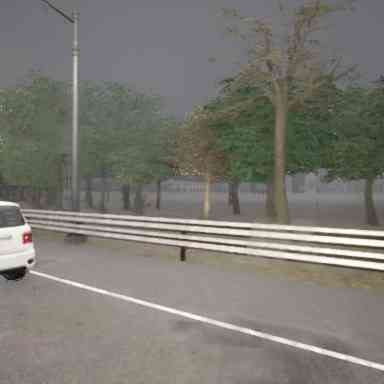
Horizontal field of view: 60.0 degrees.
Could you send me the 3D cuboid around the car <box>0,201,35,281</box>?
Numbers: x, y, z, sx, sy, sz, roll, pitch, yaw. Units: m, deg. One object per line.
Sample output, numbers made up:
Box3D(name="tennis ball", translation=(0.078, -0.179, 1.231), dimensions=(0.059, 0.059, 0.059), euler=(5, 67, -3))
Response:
Box3D(name="car", translation=(-6.334, 1.231, 8.729), dimensions=(5.566, 2.045, 2.150), euler=(0, 0, 37))
